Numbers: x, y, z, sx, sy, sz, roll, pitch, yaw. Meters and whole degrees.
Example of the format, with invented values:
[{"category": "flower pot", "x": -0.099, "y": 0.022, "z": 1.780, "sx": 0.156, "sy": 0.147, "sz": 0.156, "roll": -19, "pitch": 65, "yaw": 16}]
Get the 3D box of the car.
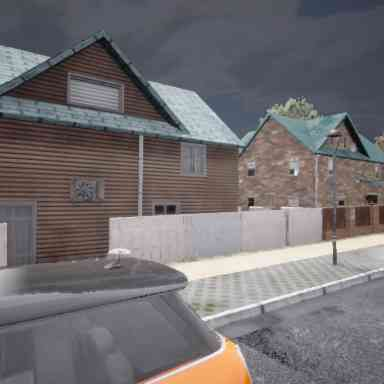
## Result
[{"category": "car", "x": -1.735, "y": 1.352, "z": 1.831, "sx": 4.553, "sy": 1.767, "sz": 2.097, "roll": 0, "pitch": 0, "yaw": -36}]
